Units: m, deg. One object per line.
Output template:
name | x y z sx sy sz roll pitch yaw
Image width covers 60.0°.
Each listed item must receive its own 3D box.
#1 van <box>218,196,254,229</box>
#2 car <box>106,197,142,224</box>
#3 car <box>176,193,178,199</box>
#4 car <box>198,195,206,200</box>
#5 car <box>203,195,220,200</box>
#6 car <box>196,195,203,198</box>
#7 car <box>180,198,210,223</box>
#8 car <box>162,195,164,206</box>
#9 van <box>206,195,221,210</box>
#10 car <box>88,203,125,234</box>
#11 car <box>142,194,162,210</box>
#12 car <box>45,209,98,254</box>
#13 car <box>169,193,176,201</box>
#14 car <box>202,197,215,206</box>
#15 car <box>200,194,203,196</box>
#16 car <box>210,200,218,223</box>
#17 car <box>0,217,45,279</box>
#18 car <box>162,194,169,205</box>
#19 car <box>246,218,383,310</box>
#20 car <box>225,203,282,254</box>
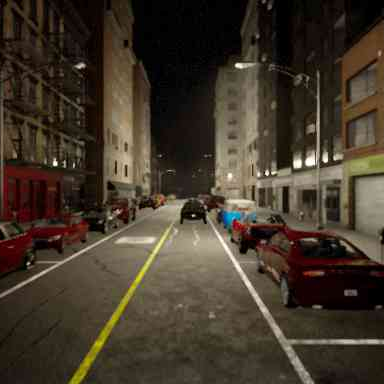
van | 2.633 1.329 19.110 1.690 1.788 3.998 0 0 0
car | -5.402 1.299 24.790 2.192 1.841 5.009 0 0 0
car | -5.437 1.453 90.983 1.752 1.417 4.829 0 0 0
car | 2.613 1.478 91.156 2.008 1.369 4.403 0 0 0
car | 2.629 1.290 36.147 2.192 1.841 5.009 0 0 0
car | 0.088 1.495 43.108 1.812 1.442 4.674 0 0 0
car | 0.093 1.461 25.203 1.882 1.535 5.008 0 0 0
car | -5.412 1.491 47.333 1.752 1.417 4.829 0 0 0
van | 2.627 1.311 41.826 1.690 1.788 3.998 0 0 0
car | -5.400 1.554 19.112 1.947 1.339 4.313 0 0 0
car | -5.410 1.286 41.826 2.192 1.841 5.009 0 0 0
car | -5.397 1.574 13.434 1.802 1.307 4.206 0 0 0
car | -5.437 1.462 80.020 1.752 1.417 4.829 0 0 0
car | 2.623 1.542 53.184 1.802 1.307 4.206 0 0 0
car | 2.625 1.280 47.505 2.192 1.841 5.009 0 0 0
car | 2.631 1.535 24.790 2.008 1.369 4.403 0 0 0
car | -5.395 1.436 7.756 1.967 1.590 4.097 0 0 0
car | -5.415 1.276 53.182 2.192 1.841 5.009 0 0 0
car | 2.636 1.540 7.753 1.887 1.381 4.507 0 0 0
car | 2.635 1.432 13.432 1.967 1.590 4.097 0 0 0
